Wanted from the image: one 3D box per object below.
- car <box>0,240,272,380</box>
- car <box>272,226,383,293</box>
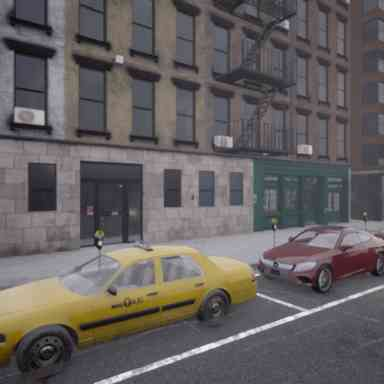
[{"bbox_3d":[-1.036,1.525,5.455,4.829,1.417,1.752,0,0,-36],"label":"car"},{"bbox_3d":[3.588,1.580,8.768,4.206,1.307,1.802,0,0,-36],"label":"car"}]
